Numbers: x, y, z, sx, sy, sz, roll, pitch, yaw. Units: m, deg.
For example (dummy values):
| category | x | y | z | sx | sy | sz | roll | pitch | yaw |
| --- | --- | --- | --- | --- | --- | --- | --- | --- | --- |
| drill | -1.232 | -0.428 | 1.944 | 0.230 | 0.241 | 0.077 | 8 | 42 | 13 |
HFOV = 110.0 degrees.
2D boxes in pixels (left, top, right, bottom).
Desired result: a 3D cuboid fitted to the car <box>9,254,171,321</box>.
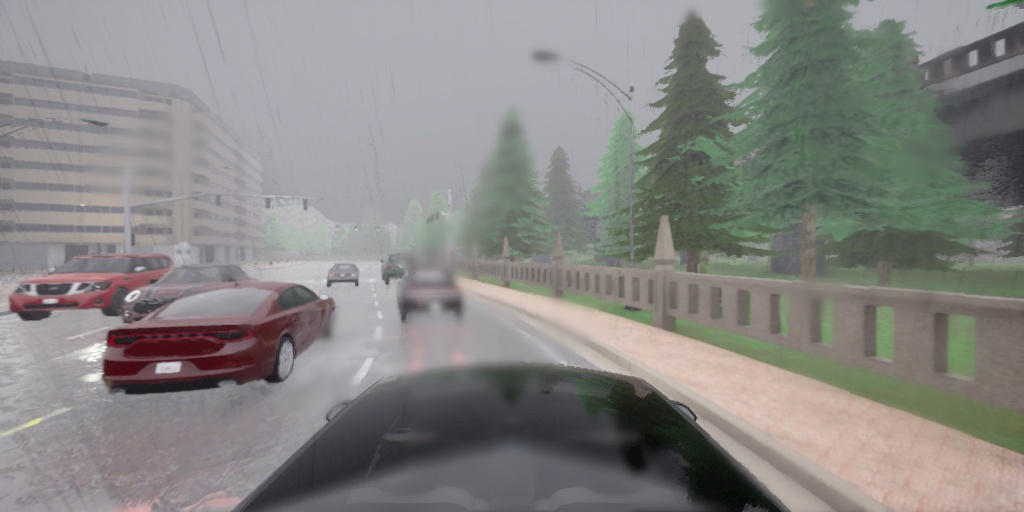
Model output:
| category | x | y | z | sx | sy | sz | roll | pitch | yaw |
| --- | --- | --- | --- | --- | --- | --- | --- | --- | --- |
| car | -14.354 | 0.933 | 12.916 | 2.150 | 2.045 | 5.566 | 0 | 0 | -22 |

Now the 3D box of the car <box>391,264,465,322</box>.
| category | x | y | z | sx | sy | sz | roll | pitch | yaw |
| --- | --- | --- | --- | --- | --- | --- | --- | --- | --- |
| car | -2.852 | 1.181 | 12.128 | 2.128 | 1.511 | 4.902 | 0 | 0 | -19 |

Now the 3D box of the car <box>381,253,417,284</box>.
| category | x | y | z | sx | sy | sz | roll | pitch | yaw |
| --- | --- | --- | --- | --- | --- | --- | --- | --- | --- |
| car | -8.121 | 0.835 | 25.774 | 2.150 | 2.045 | 5.566 | 0 | 0 | -23 |

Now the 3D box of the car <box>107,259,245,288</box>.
| category | x | y | z | sx | sy | sz | roll | pitch | yaw |
| --- | --- | --- | --- | --- | --- | --- | --- | --- | --- |
| car | -10.140 | 1.062 | 11.690 | 2.097 | 1.767 | 4.553 | 0 | 0 | -21 |

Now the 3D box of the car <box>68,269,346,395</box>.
| category | x | y | z | sx | sy | sz | roll | pitch | yaw |
| --- | --- | --- | --- | --- | --- | --- | --- | --- | --- |
| car | -4.794 | 1.206 | 6.828 | 1.882 | 1.535 | 5.008 | 0 | 0 | -13 |

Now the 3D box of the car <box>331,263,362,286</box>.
| category | x | y | z | sx | sy | sz | roll | pitch | yaw |
| --- | --- | --- | --- | --- | --- | --- | --- | --- | --- |
| car | -11.024 | 1.182 | 23.642 | 2.033 | 1.411 | 5.357 | 0 | 0 | -22 |
